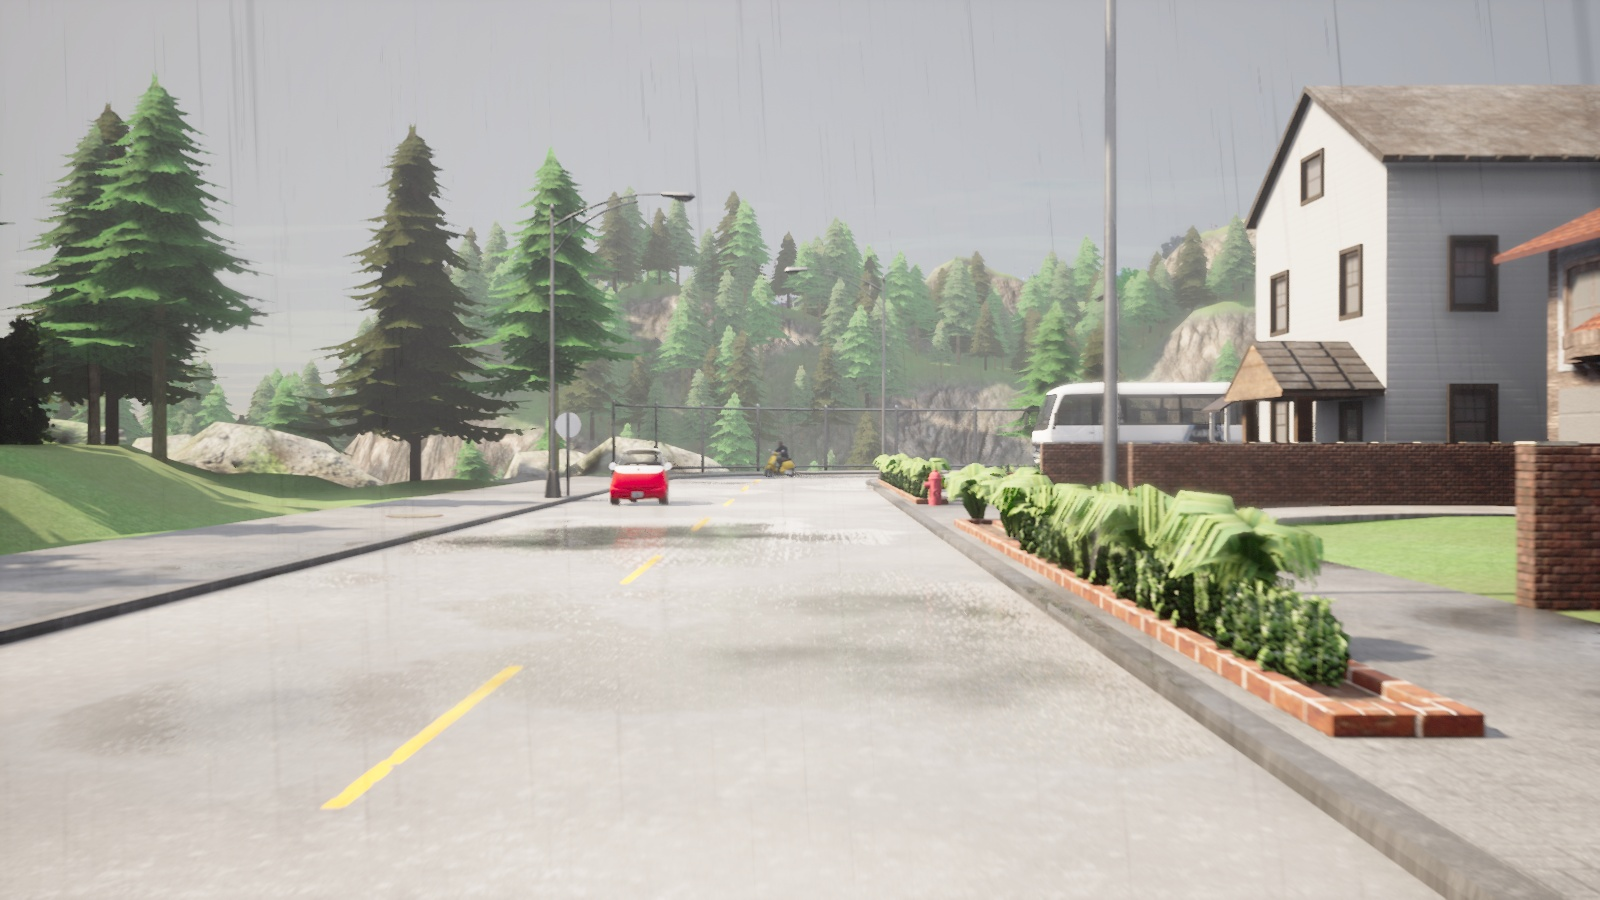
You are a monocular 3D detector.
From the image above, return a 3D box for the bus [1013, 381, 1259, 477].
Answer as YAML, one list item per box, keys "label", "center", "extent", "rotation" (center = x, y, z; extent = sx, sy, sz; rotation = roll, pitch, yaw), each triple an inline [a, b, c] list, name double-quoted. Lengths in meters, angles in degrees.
- label: "bus"
  center: [15.298, -0.944, 57.943]
  extent: [10.273, 4.253, 3.944]
  rotation: [0, 0, 0]

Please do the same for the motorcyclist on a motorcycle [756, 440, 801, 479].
- label: "motorcyclist on a motorcycle"
  center: [-0.927, 0.397, 53.943]
  extent: [0.866, 1.590, 1.817]
  rotation: [3, 2, 44]

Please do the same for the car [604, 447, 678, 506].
- label: "car"
  center: [-3.811, 0.626, 30.362]
  extent: [1.481, 1.376, 2.207]
  rotation: [0, 0, 0]
